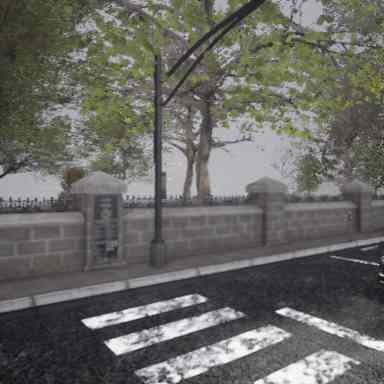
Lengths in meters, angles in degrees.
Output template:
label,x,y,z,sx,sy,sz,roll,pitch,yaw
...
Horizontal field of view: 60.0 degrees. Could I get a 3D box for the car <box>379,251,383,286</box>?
label,x,y,z,sx,sy,sz,roll,pitch,yaw
car,6.280,1.457,7.847,4.902,1.511,2.128,0,0,-35
